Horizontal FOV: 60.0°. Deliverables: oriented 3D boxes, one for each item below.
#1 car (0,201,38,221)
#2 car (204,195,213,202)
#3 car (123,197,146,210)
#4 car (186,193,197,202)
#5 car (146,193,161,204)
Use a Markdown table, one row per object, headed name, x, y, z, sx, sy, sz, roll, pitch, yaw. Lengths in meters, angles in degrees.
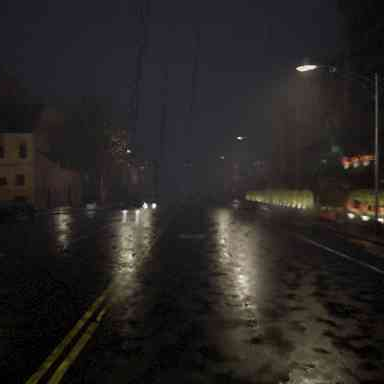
| name | x | y | z | sx | sy | sz | roll | pitch | yaw |
| --- | --- | --- | --- | --- | --- | --- | --- | --- | --- |
| car | -14.040 | 1.422 | 24.576 | 4.902 | 1.511 | 2.128 | 0 | 1 | -25 |
| car | 3.316 | 1.269 | 66.898 | 2.033 | 1.411 | 5.357 | 0 | 0 | 0 |
| car | -7.186 | 1.373 | 40.885 | 1.812 | 1.442 | 4.674 | 0 | 0 | 0 |
| car | -0.184 | 1.247 | 66.884 | 1.812 | 1.442 | 4.674 | 0 | 0 | 0 |
| car | -7.186 | 1.374 | 58.787 | 1.895 | 1.301 | 4.718 | 0 | 0 | 0 |
